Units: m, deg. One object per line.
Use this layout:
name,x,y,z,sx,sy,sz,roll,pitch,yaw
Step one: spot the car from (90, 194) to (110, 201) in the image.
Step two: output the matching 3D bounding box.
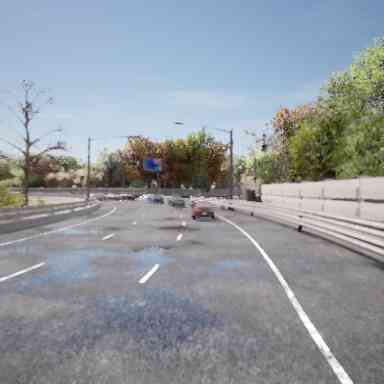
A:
car,-21.261,1.284,76.249,2.033,1.411,5.357,1,0,-32

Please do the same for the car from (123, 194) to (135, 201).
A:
car,-15.501,1.290,80.261,1.882,1.535,5.008,1,0,-32

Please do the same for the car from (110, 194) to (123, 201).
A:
car,-18.526,1.373,78.502,1.895,1.301,4.718,1,0,-32

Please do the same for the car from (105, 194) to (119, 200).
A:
car,-21.565,1.214,89.194,1.882,1.535,5.008,1,0,-37

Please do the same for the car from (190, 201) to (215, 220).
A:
car,0.836,1.533,28.585,1.812,1.442,4.674,1,0,-4

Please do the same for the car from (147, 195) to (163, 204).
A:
car,-6.985,1.264,63.017,2.097,1.767,4.553,1,0,-22

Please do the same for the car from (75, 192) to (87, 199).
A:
car,-27.597,1.210,85.572,2.033,1.411,5.357,1,0,-37

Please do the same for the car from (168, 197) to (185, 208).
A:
car,-2.324,1.470,48.704,2.128,1.511,4.902,1,0,-15

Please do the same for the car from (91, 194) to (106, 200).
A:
car,-24.455,1.231,87.216,2.128,1.511,4.902,1,0,-37
